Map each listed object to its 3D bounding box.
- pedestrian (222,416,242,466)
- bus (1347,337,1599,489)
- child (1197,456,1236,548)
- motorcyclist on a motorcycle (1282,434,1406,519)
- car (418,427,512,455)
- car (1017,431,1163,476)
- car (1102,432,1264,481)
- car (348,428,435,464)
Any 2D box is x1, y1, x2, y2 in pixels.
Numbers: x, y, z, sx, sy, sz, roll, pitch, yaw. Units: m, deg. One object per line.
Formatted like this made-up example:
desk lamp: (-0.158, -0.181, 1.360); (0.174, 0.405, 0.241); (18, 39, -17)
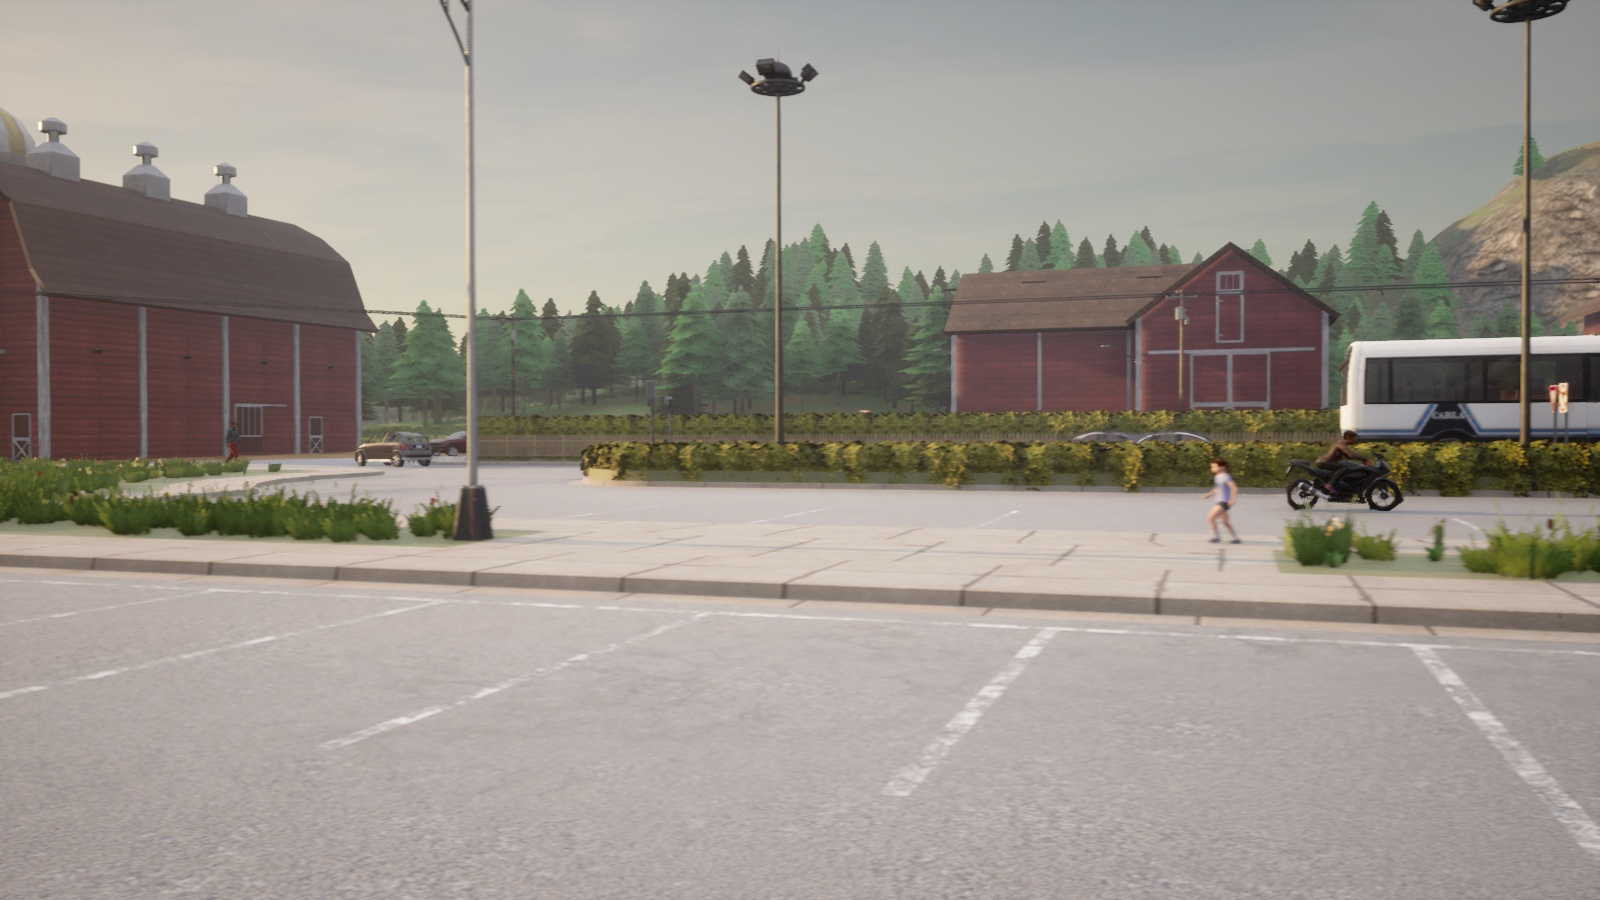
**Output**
pedestrian: (-21.186, -0.348, 46.822); (0.614, 1.847, 0.353); (1, 1, 19)
bus: (22.090, -1.067, 37.499); (10.273, 4.253, 3.944); (0, 1, 19)
child: (5.117, 0.634, 15.449); (0.394, 1.110, 0.255); (0, 1, 4)
motorcyclist on a motorcycle: (10.105, 0.472, 23.413); (2.044, 1.523, 0.797); (1, 1, 19)
car: (-19.171, -0.553, 72.000); (1.882, 1.535, 5.008); (1, 1, 41)
car: (10.480, 0.097, 45.295); (4.902, 1.511, 2.128); (1, 1, 19)
car: (12.465, 0.175, 40.890); (4.902, 1.511, 2.128); (1, 1, 19)
car: (-18.222, -0.171, 56.022); (3.705, 1.549, 1.789); (0, 1, 34)
